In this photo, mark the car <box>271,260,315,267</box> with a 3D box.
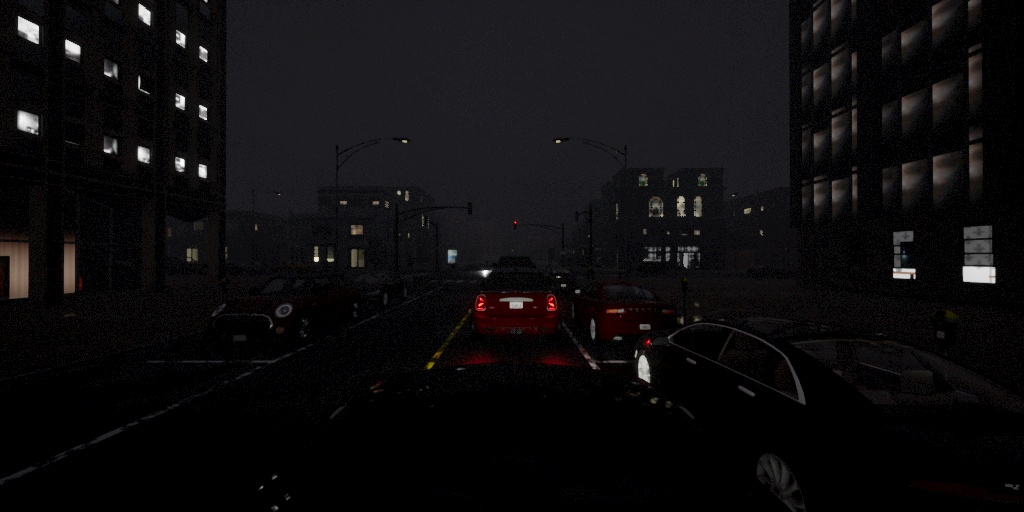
[{"bbox_3d":[-25.478,1.198,41.624,4.829,1.417,1.751,0,0,1],"label":"car"}]

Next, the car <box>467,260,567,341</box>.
[{"bbox_3d":[0.094,1.103,10.016,2.097,1.767,4.553,0,0,0],"label":"car"}]

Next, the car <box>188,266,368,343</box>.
[{"bbox_3d":[-5.695,1.190,9.483,1.967,1.591,4.097,0,0,0],"label":"car"}]

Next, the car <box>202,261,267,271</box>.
[{"bbox_3d":[-25.434,1.177,33.242,4.403,1.370,2.007,0,0,1],"label":"car"}]

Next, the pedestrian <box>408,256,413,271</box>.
[{"bbox_3d":[-12.577,0.885,44.383,0.375,1.860,0.375,0,-1,1],"label":"pedestrian"}]

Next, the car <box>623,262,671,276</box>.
[{"bbox_3d":[14.375,1.341,38.442,4.892,1.490,1.837,0,0,1],"label":"car"}]

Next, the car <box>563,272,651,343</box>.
[{"bbox_3d":[2.686,1.296,9.471,1.888,1.381,4.507,0,0,0],"label":"car"}]

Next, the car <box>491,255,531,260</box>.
[{"bbox_3d":[0.109,0.973,20.169,2.150,2.045,5.566,0,0,-1],"label":"car"}]

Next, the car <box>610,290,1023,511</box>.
[{"bbox_3d":[2.689,1.301,3.779,2.007,1.370,4.403,0,0,0],"label":"car"}]

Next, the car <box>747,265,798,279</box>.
[{"bbox_3d":[23.624,1.433,32.481,4.207,1.307,1.802,0,0,1],"label":"car"}]

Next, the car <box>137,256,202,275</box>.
[{"bbox_3d":[-30.971,0.918,33.324,5.009,1.841,2.192,0,0,1],"label":"car"}]

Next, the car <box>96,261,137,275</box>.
[{"bbox_3d":[-36.507,1.131,33.406,4.403,1.370,2.007,0,0,1],"label":"car"}]

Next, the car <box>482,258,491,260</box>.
[{"bbox_3d":[-3.103,1.357,52.111,1.895,1.301,4.718,0,0,-1],"label":"car"}]

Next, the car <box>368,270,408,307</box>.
[{"bbox_3d":[-5.698,1.302,15.176,2.007,1.370,4.403,0,0,0],"label":"car"}]

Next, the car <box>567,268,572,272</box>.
[{"bbox_3d":[2.679,1.302,20.855,2.007,1.370,4.403,0,0,0],"label":"car"}]

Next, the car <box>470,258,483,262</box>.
[{"bbox_3d":[-5.721,1.338,53.254,1.802,1.307,4.207,0,0,0],"label":"car"}]
